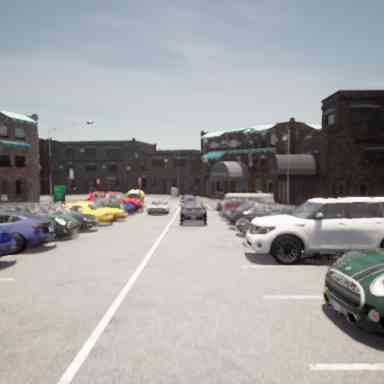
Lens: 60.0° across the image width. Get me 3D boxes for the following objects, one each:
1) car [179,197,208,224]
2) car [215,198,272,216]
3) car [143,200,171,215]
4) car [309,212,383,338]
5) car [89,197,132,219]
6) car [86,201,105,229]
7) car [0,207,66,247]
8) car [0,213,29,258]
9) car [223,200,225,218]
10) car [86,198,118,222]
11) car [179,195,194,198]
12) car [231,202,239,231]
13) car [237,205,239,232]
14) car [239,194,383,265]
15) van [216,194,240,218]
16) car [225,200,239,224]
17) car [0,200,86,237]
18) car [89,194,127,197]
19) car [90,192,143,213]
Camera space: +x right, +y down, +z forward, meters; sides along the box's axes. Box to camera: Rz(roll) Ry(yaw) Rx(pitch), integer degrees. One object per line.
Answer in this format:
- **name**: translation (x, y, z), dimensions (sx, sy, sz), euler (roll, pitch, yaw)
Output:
- **car**: translation (0.098, 1.405, 23.917), dimensions (2.128, 1.511, 4.902), euler (0, 0, 0)
- **car**: translation (4.641, 1.335, 30.638), dimensions (4.892, 1.521, 2.231), euler (0, 1, 0)
- **car**: translation (-3.087, 1.440, 31.421), dimensions (1.895, 1.301, 4.718), euler (0, 1, 0)
- **car**: translation (4.681, 1.333, 5.607), dimensions (4.553, 1.767, 2.185), euler (0, 0, 0)
- **car**: translation (-7.497, 1.386, 24.450), dimensions (5.366, 1.575, 1.946), euler (0, 0, 0)
- **car**: translation (-7.688, 1.413, 18.448), dimensions (4.892, 1.521, 2.231), euler (0, 0, 0)
- **car**: translation (-7.710, 1.462, 12.697), dimensions (4.792, 1.488, 2.163), euler (0, 0, 0)
- **car**: translation (-7.678, 1.484, 9.758), dimensions (4.674, 1.452, 2.002), euler (0, 0, 0)
- **car**: translation (4.650, 1.438, 22.245), dimensions (4.674, 1.452, 2.002), euler (0, 0, 0)
- **car**: translation (-7.867, 1.397, 21.511), dimensions (5.366, 1.575, 1.946), euler (0, 0, 0)
- **car**: translation (-0.530, 1.033, 41.543), dimensions (1.812, 1.442, 4.674), euler (0, 3, -8)
- **car**: translation (4.655, 1.419, 16.657), dimensions (4.892, 1.521, 2.231), euler (0, 0, 0)
- **car**: translation (4.643, 1.428, 13.864), dimensions (5.008, 1.535, 2.097), euler (0, 0, 0)
- **car**: translation (4.621, 1.187, 11.069), dimensions (5.566, 2.045, 2.435), euler (0, 0, 0)
- **van**: translation (4.531, 1.145, 27.828), dimensions (4.442, 1.987, 1.878), euler (0, 1, 0)
- **car**: translation (4.642, 1.409, 19.575), dimensions (4.892, 1.521, 2.231), euler (0, 0, 0)
- **car**: translation (-7.713, 1.296, 15.635), dimensions (4.553, 1.767, 2.185), euler (0, 0, 0)
- **car**: translation (-7.652, 1.248, 27.392), dimensions (4.553, 1.767, 2.185), euler (0, 0, 0)
- **car**: translation (-7.655, 1.031, 33.162), dimensions (5.566, 2.045, 2.435), euler (0, 1, 0)
